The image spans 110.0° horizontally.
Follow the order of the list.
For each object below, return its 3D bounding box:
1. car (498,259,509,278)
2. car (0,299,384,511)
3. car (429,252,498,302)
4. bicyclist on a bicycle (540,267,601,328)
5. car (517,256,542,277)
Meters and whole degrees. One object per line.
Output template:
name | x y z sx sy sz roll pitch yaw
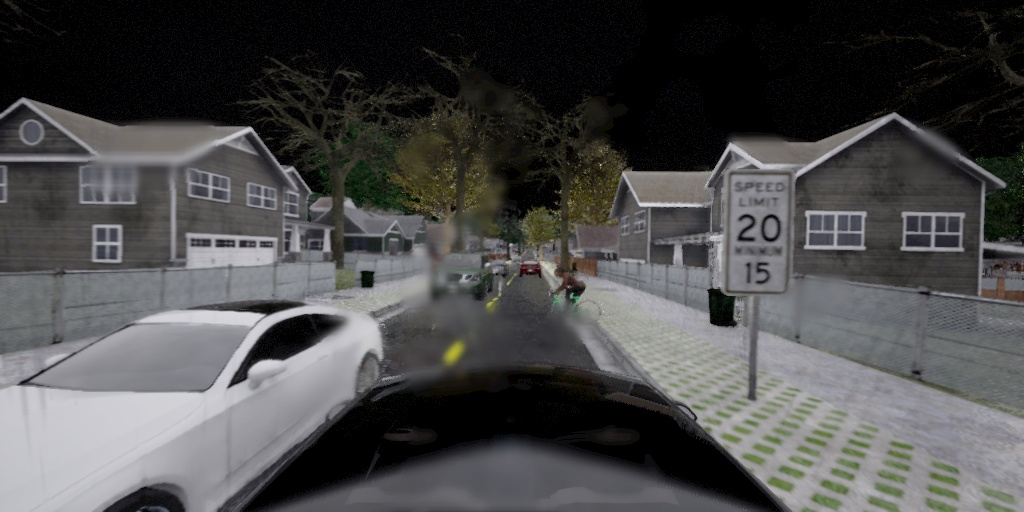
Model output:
car | -1.317 1.034 31.061 2.128 1.511 4.902 1 0 3
car | -2.823 1.217 3.463 1.812 1.442 4.674 1 0 3
car | -2.119 0.837 16.529 2.150 2.045 5.566 1 0 3
bicyclist on a bicycle | 1.515 1.104 9.622 1.656 1.620 0.582 -6 0 3
car | 1.713 1.063 33.135 1.882 1.535 5.008 1 0 3
